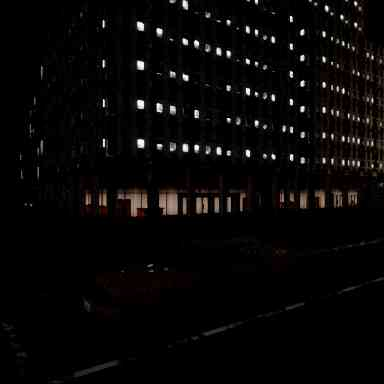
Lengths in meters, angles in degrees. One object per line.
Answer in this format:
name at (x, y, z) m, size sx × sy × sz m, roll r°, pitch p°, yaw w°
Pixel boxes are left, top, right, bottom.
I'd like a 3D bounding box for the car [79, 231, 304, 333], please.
car at (0.275, 1.525, 6.757) m, size 4.829 × 1.417 × 1.752 m, roll 0°, pitch 0°, yaw -36°
